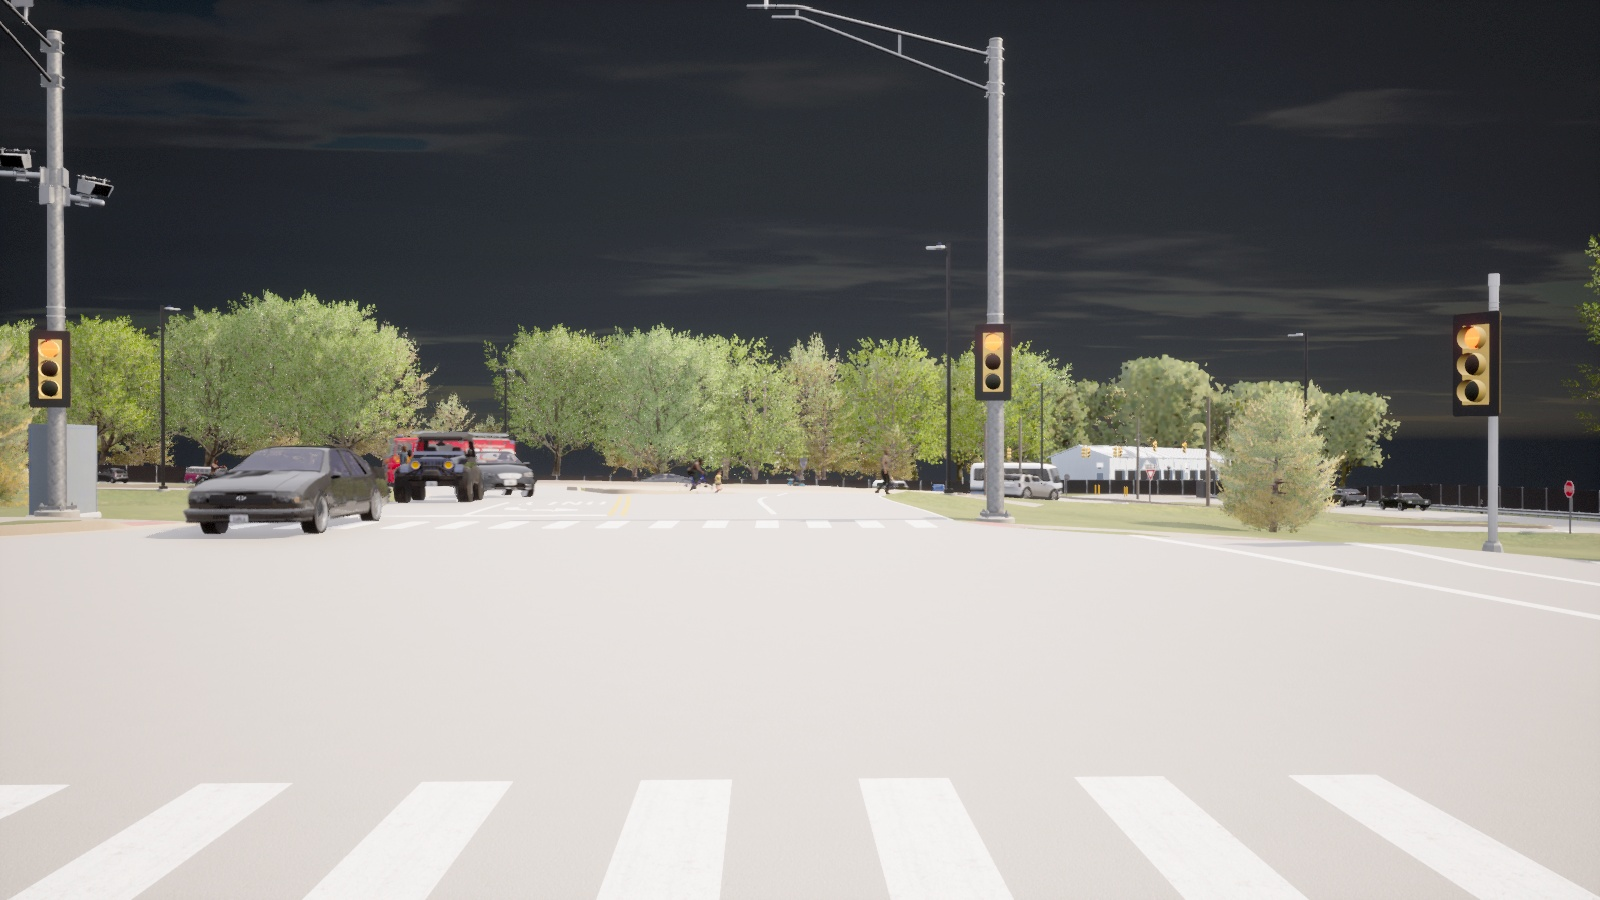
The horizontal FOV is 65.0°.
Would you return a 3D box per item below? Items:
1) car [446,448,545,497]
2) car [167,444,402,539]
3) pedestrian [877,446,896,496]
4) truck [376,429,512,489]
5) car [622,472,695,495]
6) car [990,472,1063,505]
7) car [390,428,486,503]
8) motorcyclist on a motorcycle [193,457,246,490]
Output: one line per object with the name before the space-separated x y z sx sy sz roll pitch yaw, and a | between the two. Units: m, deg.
car | -10.028 0.733 41.076 2.128 1.511 4.902 0 -1 -27
car | -8.558 0.614 21.474 2.033 1.411 5.357 0 0 -3
pedestrian | 3.251 0.794 47.297 0.634 1.846 0.331 0 1 27
truck | -24.221 0.695 85.568 8.468 3.827 2.891 2 -3 -24
car | -10.469 2.474 92.964 4.902 1.511 2.128 0 -7 -22
car | 11.853 2.033 65.531 1.970 1.475 3.806 0 -4 43
car | -9.566 0.422 33.447 1.905 1.878 3.866 0 -1 -8
motorcyclist on a motorcycle | -30.050 1.225 65.022 2.350 1.649 0.766 0 1 -7
